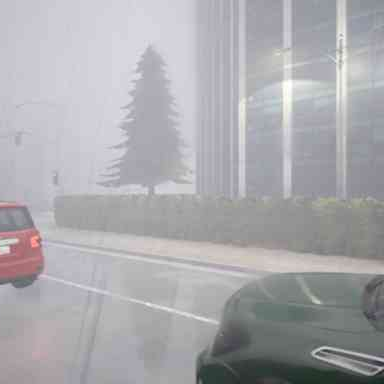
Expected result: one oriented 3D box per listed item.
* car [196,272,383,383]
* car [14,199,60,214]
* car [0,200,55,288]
[{"bbox_3d":[2.688,1.222,2.073,5.566,2.045,2.150,0,0,36],"label":"car"},{"bbox_3d":[-17.192,1.560,37.063,1.994,1.385,4.181,0,0,36],"label":"car"},{"bbox_3d":[-5.778,1.220,8.059,5.566,2.045,2.150,0,0,38],"label":"car"}]
